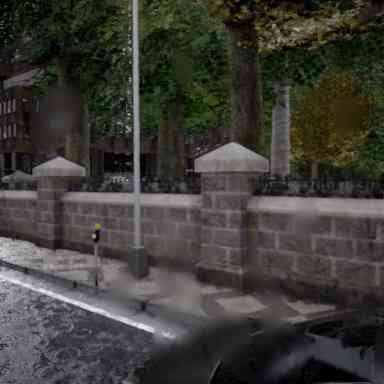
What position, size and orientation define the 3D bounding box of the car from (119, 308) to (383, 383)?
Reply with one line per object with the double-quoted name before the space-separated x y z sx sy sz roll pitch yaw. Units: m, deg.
"car" 1.379 1.490 2.008 4.313 1.339 1.947 1 2 36
